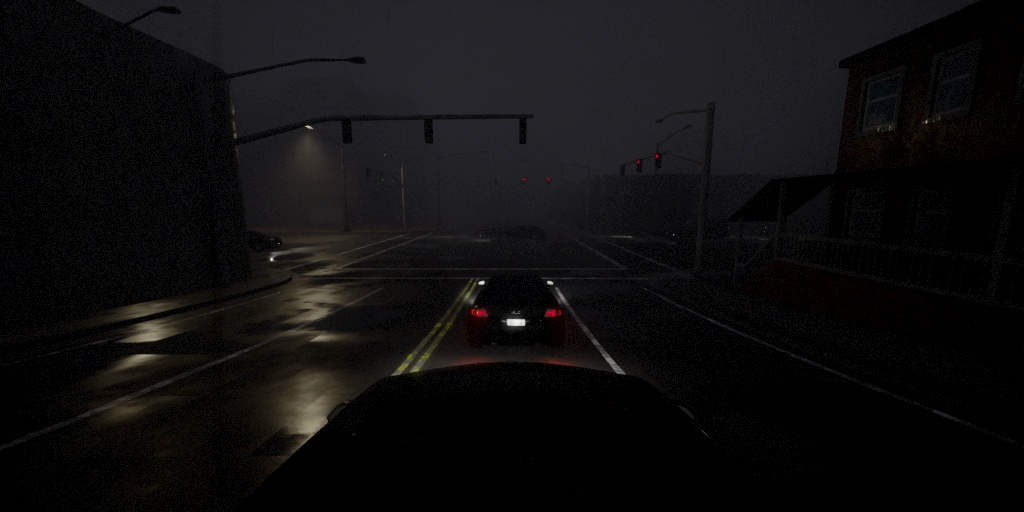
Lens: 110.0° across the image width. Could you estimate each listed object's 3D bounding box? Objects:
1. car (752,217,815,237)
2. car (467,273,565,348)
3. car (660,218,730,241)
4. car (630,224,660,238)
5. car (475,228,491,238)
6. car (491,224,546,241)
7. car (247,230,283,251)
[{"bbox_3d":[28.167,-3.006,37.221,5.566,2.045,2.150,0,8,0],"label":"car"},{"bbox_3d":[0.094,1.090,8.695,1.994,1.385,4.181,0,3,0],"label":"car"},{"bbox_3d":[17.485,-2.503,33.825,5.566,2.045,2.150,0,8,2],"label":"car"},{"bbox_3d":[14.550,-2.675,37.360,4.181,1.385,1.994,0,8,1],"label":"car"},{"bbox_3d":[-1.555,-2.646,37.472,4.718,1.301,1.895,0,8,0],"label":"car"},{"bbox_3d":[0.739,-2.229,33.979,4.892,1.490,1.837,0,8,0],"label":"car"},{"bbox_3d":[-19.957,-1.188,26.981,4.892,1.490,1.837,0,8,1],"label":"car"}]
